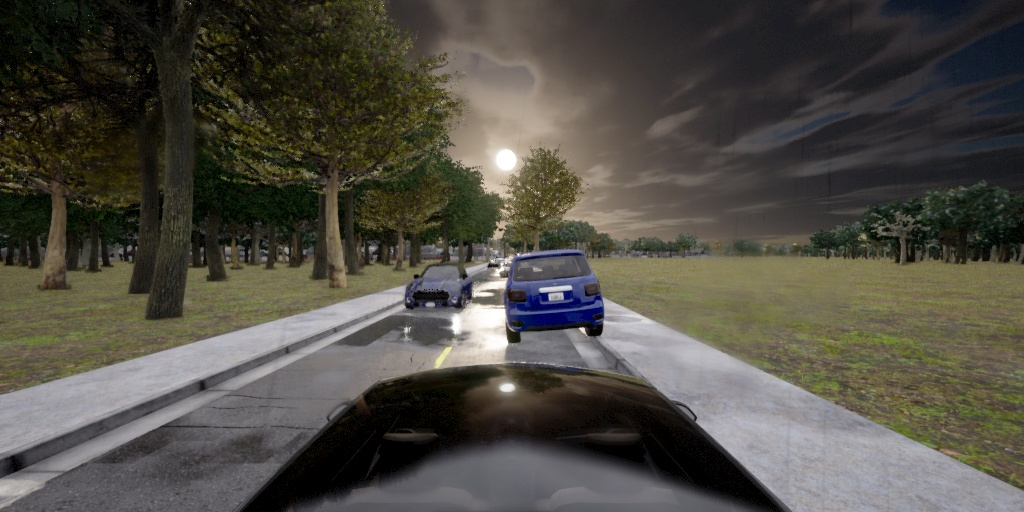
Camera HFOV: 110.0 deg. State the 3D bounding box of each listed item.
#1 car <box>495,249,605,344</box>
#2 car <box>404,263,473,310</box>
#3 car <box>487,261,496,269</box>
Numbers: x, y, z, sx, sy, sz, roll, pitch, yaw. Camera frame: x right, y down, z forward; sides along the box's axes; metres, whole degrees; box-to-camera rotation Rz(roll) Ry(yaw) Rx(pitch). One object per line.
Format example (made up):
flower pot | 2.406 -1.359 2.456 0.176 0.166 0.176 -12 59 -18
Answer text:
car | 0.882 0.897 9.771 2.150 2.045 5.566 -5 0 0
car | -2.834 1.102 14.719 2.097 1.767 4.553 0 0 0
car | -2.781 1.351 55.149 1.895 1.301 4.718 0 0 0
